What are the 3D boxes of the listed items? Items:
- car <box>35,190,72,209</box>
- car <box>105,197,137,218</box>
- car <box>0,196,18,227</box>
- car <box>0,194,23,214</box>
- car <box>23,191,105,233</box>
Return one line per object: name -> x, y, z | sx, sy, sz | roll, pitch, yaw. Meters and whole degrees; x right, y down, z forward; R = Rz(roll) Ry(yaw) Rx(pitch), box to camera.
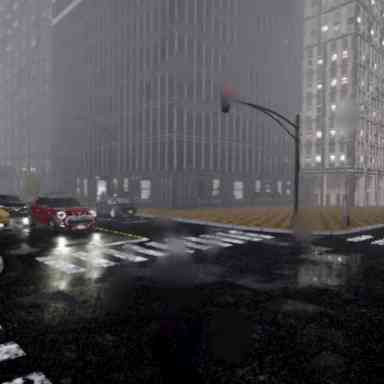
car -> -13.420, 0.681, 32.111 | 1.967, 1.590, 4.097 | 0, 2, -44
car -> -5.684, 1.058, 24.136 | 2.008, 1.369, 4.403 | 0, 2, -44
car -> -11.446, 1.100, 18.385 | 1.752, 1.417, 4.829 | 0, 2, -44
car -> -13.563, 0.921, 24.346 | 1.837, 1.490, 4.892 | -1, 2, -44
car -> -6.732, 1.005, 17.209 | 2.097, 1.767, 4.553 | -1, 2, -44
